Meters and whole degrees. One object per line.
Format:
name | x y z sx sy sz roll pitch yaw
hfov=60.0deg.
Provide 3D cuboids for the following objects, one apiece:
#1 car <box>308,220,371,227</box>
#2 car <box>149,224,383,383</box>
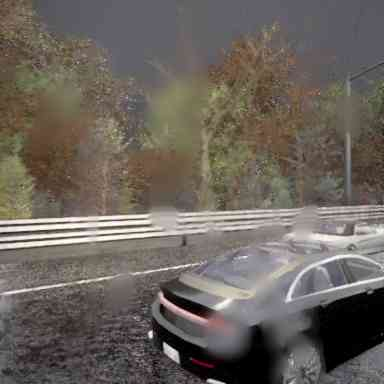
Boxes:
car | 5.510 1.644 11.892 4.718 1.301 1.895 0 0 -36
car | 1.751 1.510 4.977 4.902 1.511 2.128 0 0 -36
